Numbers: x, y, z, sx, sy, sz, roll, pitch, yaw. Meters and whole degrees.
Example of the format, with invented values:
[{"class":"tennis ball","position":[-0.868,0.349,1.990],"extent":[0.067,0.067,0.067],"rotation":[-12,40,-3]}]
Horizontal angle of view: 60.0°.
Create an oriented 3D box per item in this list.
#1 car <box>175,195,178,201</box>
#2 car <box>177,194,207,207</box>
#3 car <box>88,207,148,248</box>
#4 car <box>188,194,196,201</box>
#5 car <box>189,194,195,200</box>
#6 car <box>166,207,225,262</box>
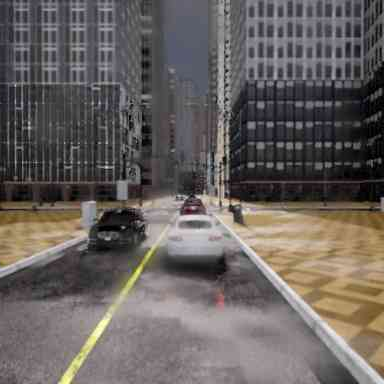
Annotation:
[{"class":"car","position":[-3.011,1.384,77.748],"extent":[2.128,1.511,4.902],"rotation":[0,0,0]},{"class":"car","position":[0.195,1.284,27.765],"extent":[2.097,1.767,4.553],"rotation":[0,0,3]},{"class":"car","position":[-3.095,1.466,14.655],"extent":[1.837,1.490,4.892],"rotation":[0,0,0]},{"class":"car","position":[-0.011,1.353,83.173],"extent":[1.837,1.490,4.892],"rotation":[0,0,0]},{"class":"car","position":[-0.013,1.311,93.590],"extent":[1.882,1.535,5.008],"rotation":[0,0,0]},{"class":"car","position":[0.089,1.494,11.825],"extent":[1.812,1.442,4.674],"rotation":[0,0,0]}]
